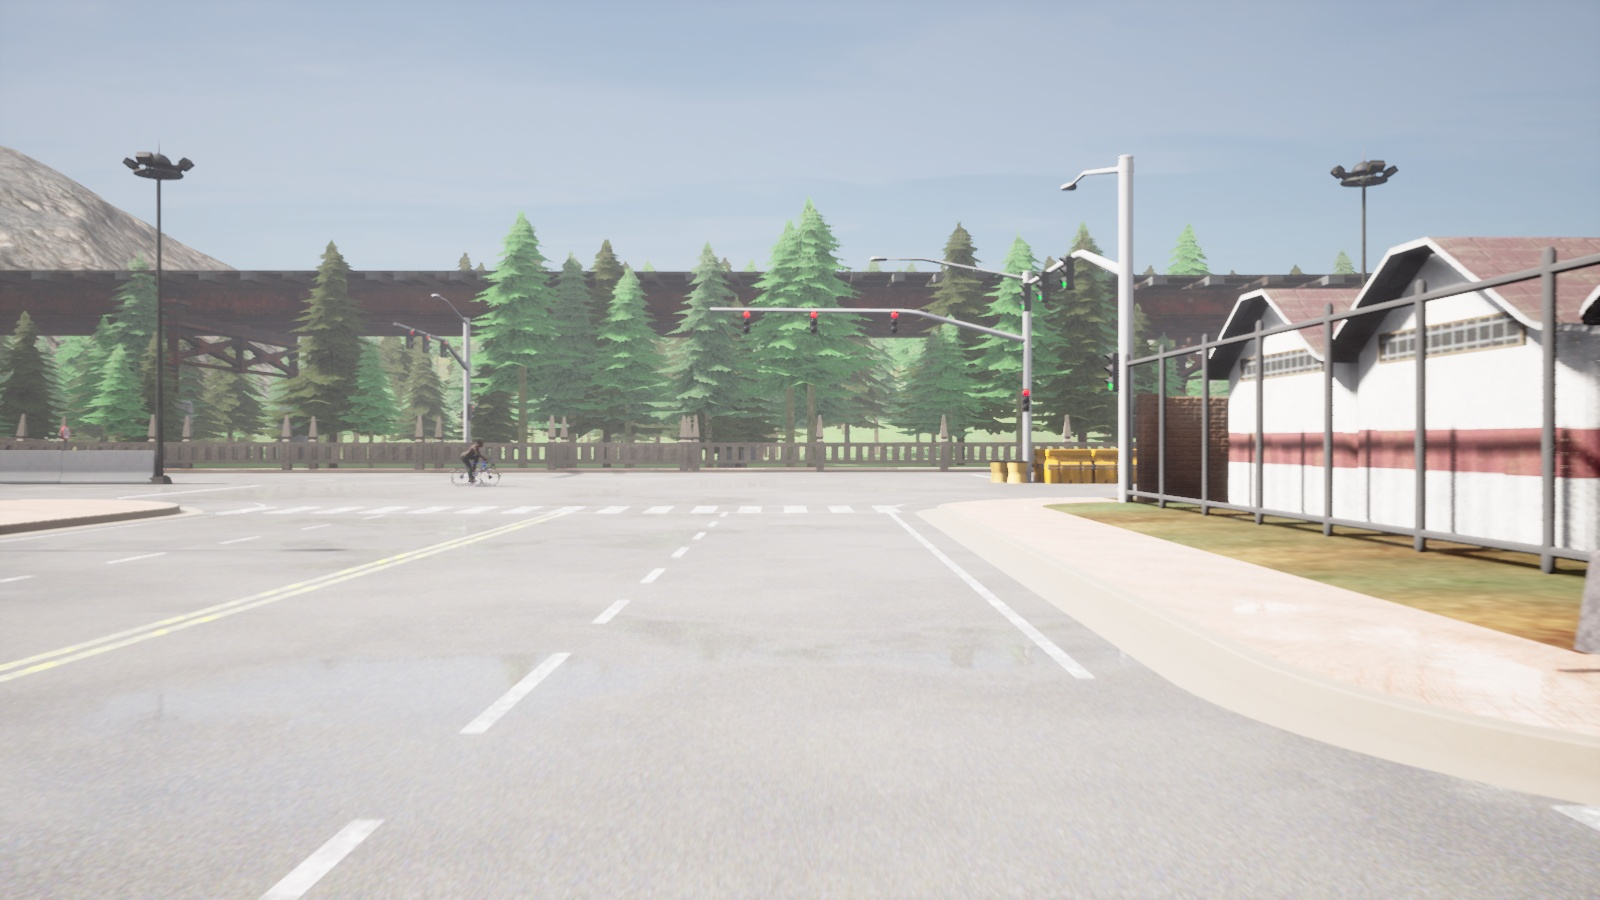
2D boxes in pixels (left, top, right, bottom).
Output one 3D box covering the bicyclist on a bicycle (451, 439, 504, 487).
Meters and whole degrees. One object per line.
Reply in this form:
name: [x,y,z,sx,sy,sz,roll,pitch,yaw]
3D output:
bicyclist on a bicycle: [-10.990,0.450,42.779,1.656,1.620,0.582,0,0,-1]
